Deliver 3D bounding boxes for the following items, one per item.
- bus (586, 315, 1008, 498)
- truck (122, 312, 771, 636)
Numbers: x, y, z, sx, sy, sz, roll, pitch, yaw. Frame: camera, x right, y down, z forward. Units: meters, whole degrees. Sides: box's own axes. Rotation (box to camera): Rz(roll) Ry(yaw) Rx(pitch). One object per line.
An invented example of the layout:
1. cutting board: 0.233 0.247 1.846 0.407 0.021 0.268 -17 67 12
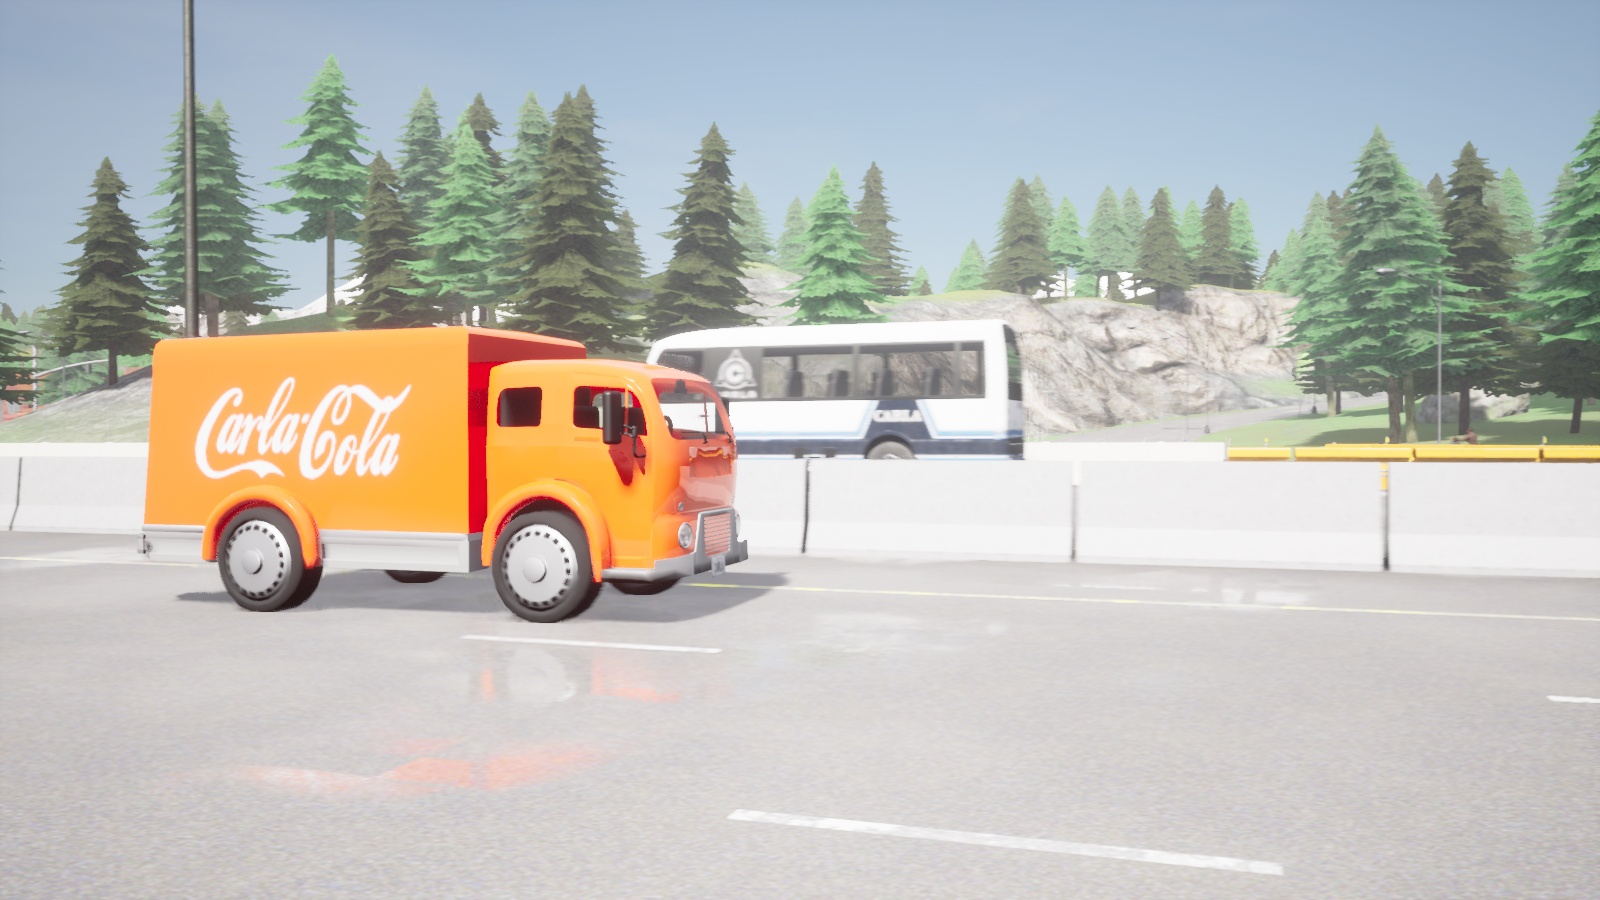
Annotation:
1. bus: -0.048 -1.075 32.728 10.273 4.253 3.944 0 1 19
2. truck: -3.168 0.142 11.637 5.204 2.467 2.627 1 1 19
